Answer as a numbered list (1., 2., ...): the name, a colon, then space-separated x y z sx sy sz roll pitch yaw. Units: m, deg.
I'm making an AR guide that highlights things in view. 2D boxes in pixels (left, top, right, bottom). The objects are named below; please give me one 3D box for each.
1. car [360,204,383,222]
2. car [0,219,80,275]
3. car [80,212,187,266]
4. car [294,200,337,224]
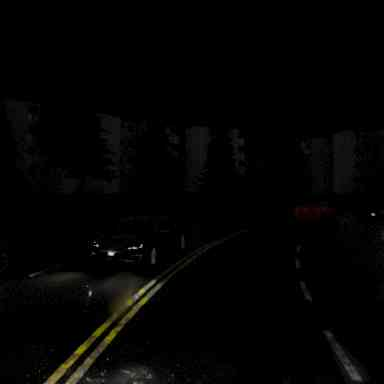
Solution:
1. car: 14.871 1.650 26.288 1.994 1.385 4.181 0 0 43
2. car: -5.602 1.575 10.584 1.895 1.301 4.718 0 0 13
3. car: -1.598 1.501 11.697 1.837 1.490 4.892 0 0 16
4. car: 9.699 1.410 25.889 2.097 1.767 4.553 0 0 39
